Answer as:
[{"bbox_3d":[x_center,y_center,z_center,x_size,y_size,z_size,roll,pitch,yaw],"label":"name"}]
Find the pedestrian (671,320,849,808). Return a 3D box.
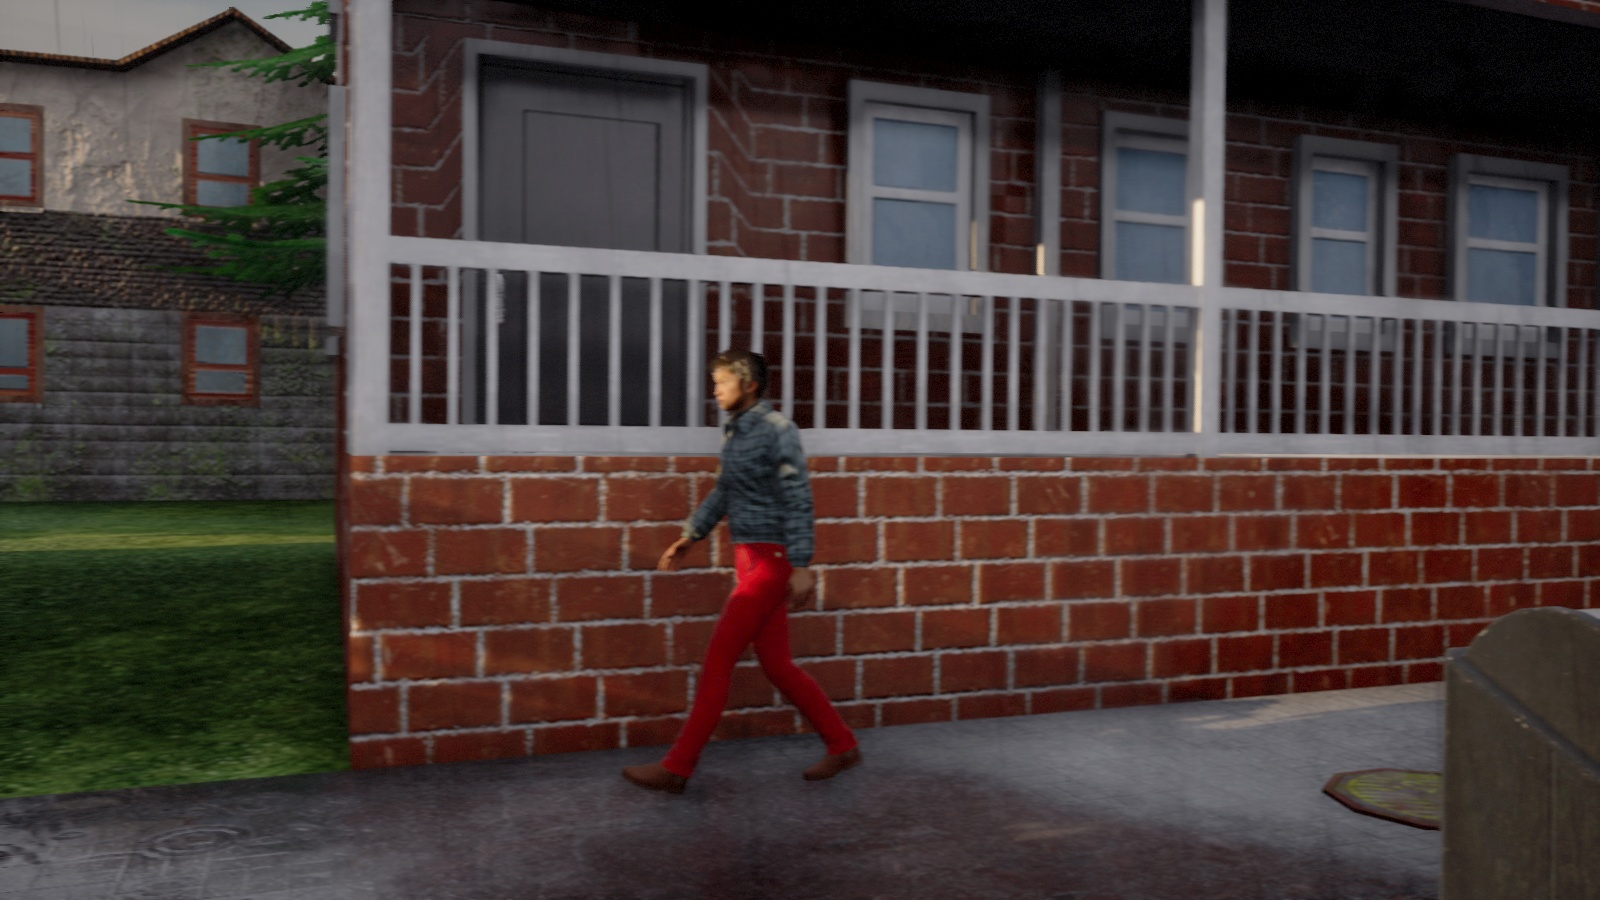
[{"bbox_3d":[-0.163,0.428,5.016,0.614,1.847,0.353,-1,1,-20],"label":"pedestrian"}]
